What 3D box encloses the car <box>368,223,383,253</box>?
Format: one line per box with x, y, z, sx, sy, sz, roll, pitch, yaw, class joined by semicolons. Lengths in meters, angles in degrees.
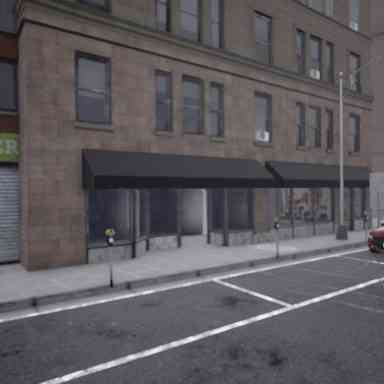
8.344;1.544;12.463;4.507;1.381;1.887;0;-1;-35;car
